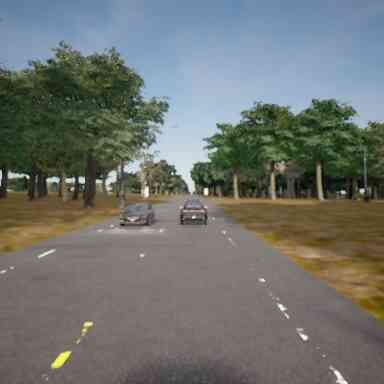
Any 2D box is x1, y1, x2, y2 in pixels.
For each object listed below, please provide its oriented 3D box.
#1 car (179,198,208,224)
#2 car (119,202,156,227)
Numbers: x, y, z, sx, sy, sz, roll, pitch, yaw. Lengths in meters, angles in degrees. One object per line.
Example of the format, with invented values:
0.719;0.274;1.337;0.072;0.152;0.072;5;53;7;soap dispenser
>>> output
0.119;1.439;23.999;2.128;1.511;4.902;0;0;0;car
-3.543;1.458;22.257;1.837;1.490;4.892;0;-1;0;car
